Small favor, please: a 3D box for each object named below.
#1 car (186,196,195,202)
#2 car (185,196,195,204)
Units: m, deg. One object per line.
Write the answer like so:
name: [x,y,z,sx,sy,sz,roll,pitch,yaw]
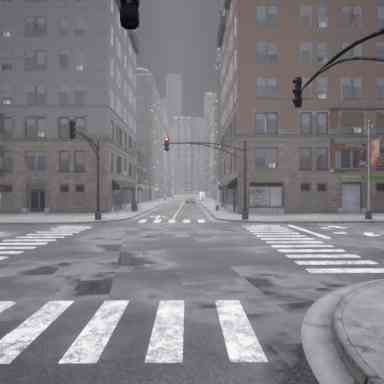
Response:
car: [-0.383,1.484,73.761,1.895,1.301,4.718,0,0,0]
car: [-0.313,1.649,63.756,1.895,1.301,4.718,0,0,0]
